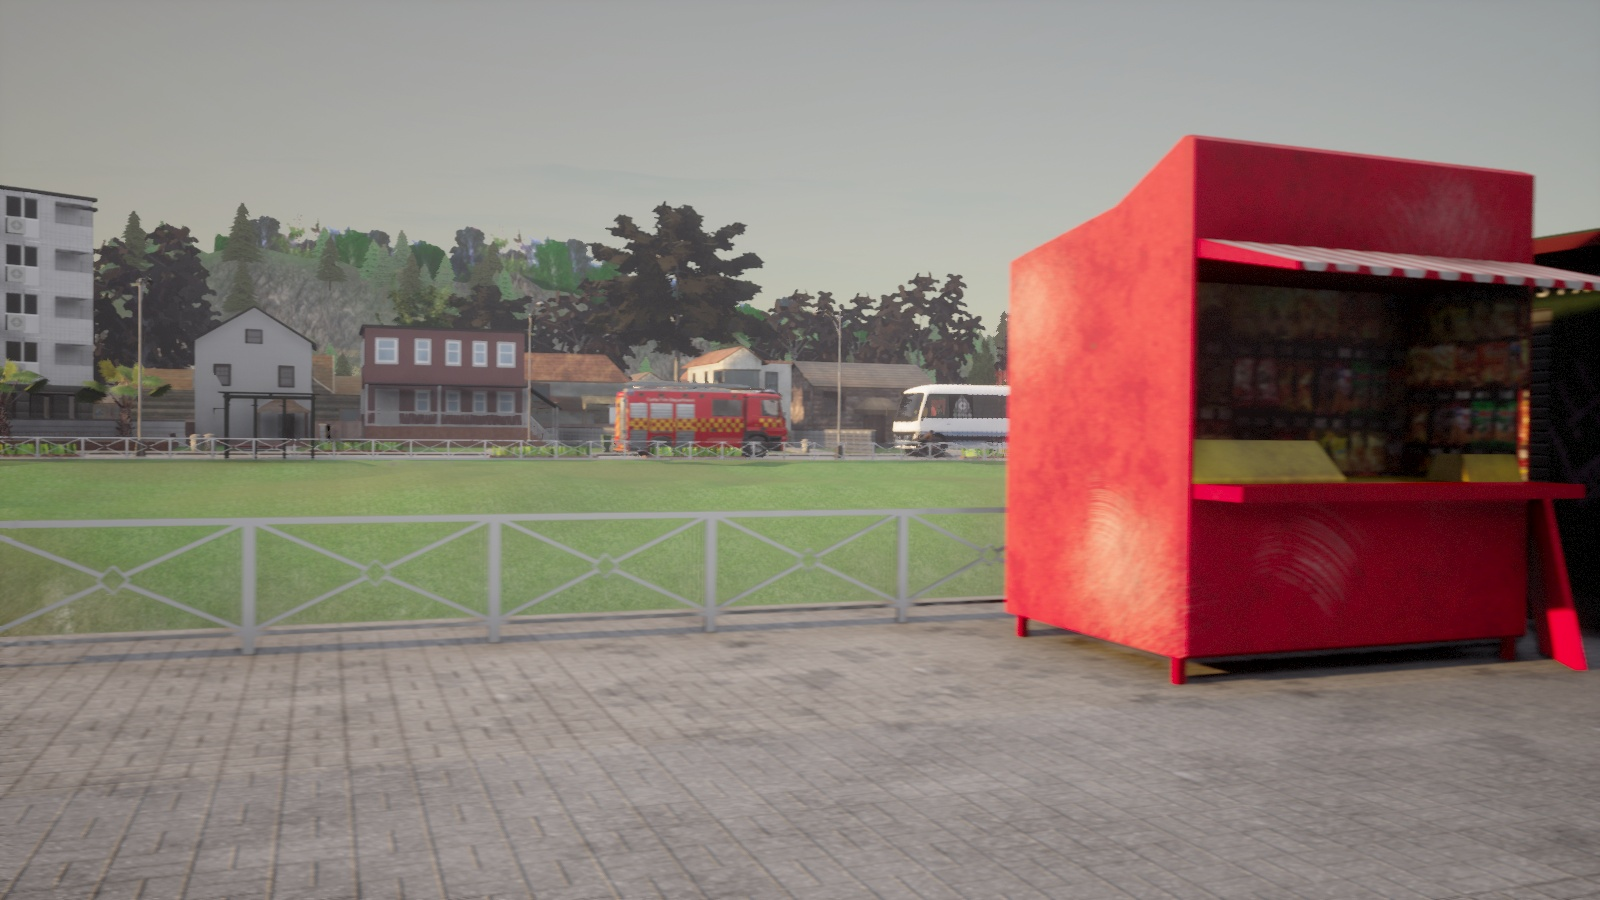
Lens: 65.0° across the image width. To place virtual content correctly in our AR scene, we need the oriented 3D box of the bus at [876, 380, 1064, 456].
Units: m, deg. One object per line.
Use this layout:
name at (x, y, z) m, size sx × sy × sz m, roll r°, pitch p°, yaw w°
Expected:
bus at (9.949, -1.883, 73.527) m, size 10.273 × 4.253 × 3.944 m, roll -1°, pitch 1°, yaw -21°

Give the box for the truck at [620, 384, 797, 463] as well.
truck at (-4.636, -1.353, 63.718) m, size 8.468 × 3.827 × 2.891 m, roll -1°, pitch 1°, yaw -21°
